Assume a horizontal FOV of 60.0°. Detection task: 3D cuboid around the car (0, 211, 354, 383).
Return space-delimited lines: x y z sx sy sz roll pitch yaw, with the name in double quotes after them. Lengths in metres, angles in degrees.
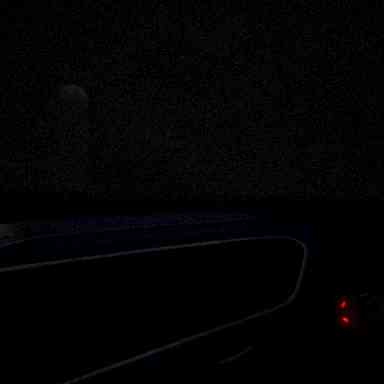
-1.157 1.222 2.246 5.566 2.045 2.150 0 0 -36 "car"
